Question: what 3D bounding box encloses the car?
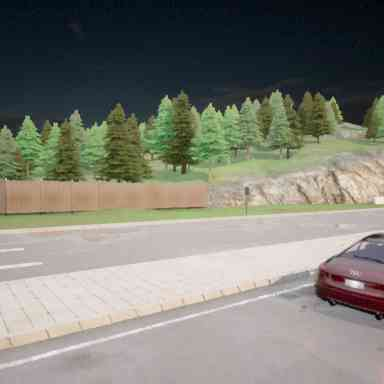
[{"bbox_3d":[4.439,1.564,6.909,4.181,1.385,1.994,0,0,-35],"label":"car"}]
